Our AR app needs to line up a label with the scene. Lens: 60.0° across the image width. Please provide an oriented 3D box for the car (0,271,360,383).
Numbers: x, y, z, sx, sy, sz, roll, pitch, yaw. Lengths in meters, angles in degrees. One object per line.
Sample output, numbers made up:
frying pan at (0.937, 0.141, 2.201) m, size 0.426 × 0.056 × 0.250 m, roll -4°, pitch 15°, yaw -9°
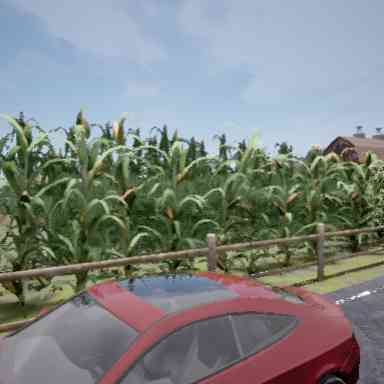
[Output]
car at (-0.423, 1.517, 2.767) m, size 4.674 × 1.442 × 1.812 m, roll 0°, pitch 1°, yaw -35°
